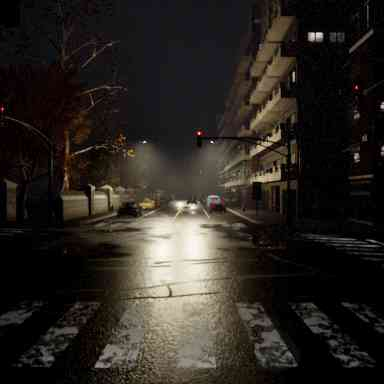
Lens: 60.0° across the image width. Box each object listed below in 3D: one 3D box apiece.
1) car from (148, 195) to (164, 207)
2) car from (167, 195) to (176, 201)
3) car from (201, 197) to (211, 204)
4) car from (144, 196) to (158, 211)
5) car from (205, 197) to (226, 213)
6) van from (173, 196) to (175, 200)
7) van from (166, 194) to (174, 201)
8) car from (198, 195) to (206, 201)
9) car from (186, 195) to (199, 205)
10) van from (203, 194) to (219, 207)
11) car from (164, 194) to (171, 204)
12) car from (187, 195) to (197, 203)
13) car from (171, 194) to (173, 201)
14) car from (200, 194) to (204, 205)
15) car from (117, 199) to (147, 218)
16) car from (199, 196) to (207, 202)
[{"bbox_3d":[-5.688,1.347,47.717,2.192,1.841,5.009,0,0,0],"label":"car"},{"bbox_3d":[-5.690,1.669,92.757,2.008,1.369,4.403,0,0,0],"label":"car"},{"bbox_3d":[2.691,1.602,64.607,1.887,1.381,4.507,0,0,0],"label":"car"},{"bbox_3d":[-5.688,1.550,41.917,1.752,1.417,4.829,0,0,0],"label":"car"},{"bbox_3d":[2.692,1.564,36.456,1.887,1.381,4.507,0,0,0],"label":"car"},{"bbox_3d":[-5.690,1.432,81.498,1.690,1.788,3.998,0,0,0],"label":"van"},{"bbox_3d":[-5.690,1.445,87.127,1.690,1.788,3.998,0,0,0],"label":"van"},{"bbox_3d":[2.690,1.544,87.127,1.967,1.590,4.097,0,0,0],"label":"car"},{"bbox_3d":[-0.001,1.597,59.542,2.033,1.411,5.357,0,0,0],"label":"car"},{"bbox_3d":[2.693,1.366,42.087,1.690,1.788,3.998,0,0,0],"label":"van"},{"bbox_3d":[-5.689,1.498,64.608,1.967,1.590,4.097,0,0,0],"label":"car"},{"bbox_3d":[0.000,1.444,69.961,1.837,1.490,4.892,0,0,0],"label":"car"},{"bbox_3d":[-5.689,1.508,70.237,1.967,1.590,4.097,0,0,0],"label":"car"},{"bbox_3d":[2.692,1.480,53.347,1.967,1.590,4.097,0,0,0],"label":"car"},{"bbox_3d":[-5.688,1.580,30.825,1.947,1.339,4.313,0,0,0],"label":"car"},{"bbox_3d":[2.690,1.635,81.497,1.887,1.381,4.507,0,0,0],"label":"car"}]
